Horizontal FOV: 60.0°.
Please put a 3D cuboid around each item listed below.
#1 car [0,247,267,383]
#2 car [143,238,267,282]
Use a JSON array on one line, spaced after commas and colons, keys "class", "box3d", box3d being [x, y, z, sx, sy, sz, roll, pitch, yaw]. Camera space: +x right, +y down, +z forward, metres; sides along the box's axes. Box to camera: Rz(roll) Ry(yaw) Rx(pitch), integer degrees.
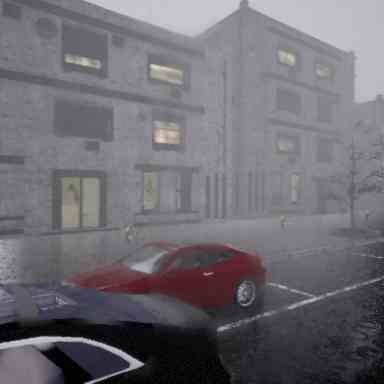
[{"class": "car", "box3d": [-1.955, 1.493, 1.973, 4.902, 1.511, 2.128, 0, 0, -35]}, {"class": "car", "box3d": [-0.369, 1.575, 6.288, 4.206, 1.307, 1.802, 0, 1, -36]}]
